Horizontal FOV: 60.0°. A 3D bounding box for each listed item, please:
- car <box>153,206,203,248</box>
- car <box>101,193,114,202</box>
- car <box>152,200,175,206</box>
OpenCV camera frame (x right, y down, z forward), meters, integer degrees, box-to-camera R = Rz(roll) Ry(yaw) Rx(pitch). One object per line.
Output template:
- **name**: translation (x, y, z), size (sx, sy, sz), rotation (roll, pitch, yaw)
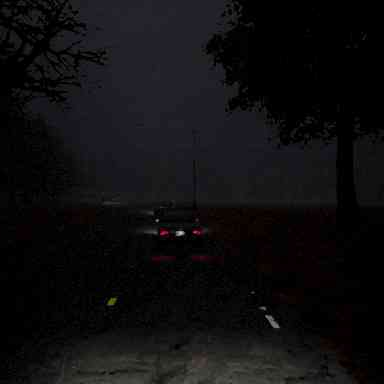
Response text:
- **car**: translation (-0.621, 1.563, 14.765), size (2.033, 1.411, 5.357), rotation (0, 0, -5)
- **car**: translation (-18.560, 1.133, 73.068), size (2.150, 2.045, 5.566), rotation (0, 0, -24)
- **car**: translation (-2.480, 1.494, 29.769), size (2.128, 1.511, 4.902), rotation (0, 0, -9)
